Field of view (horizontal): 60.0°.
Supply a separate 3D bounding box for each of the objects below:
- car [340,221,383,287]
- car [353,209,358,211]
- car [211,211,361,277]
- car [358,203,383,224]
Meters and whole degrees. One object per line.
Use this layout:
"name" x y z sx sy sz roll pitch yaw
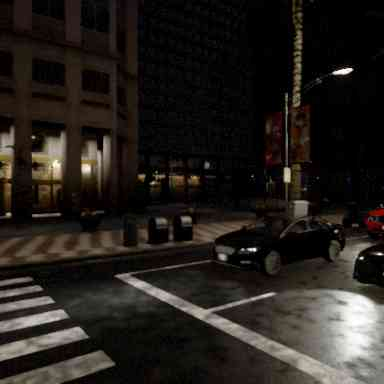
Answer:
"car" 5.772 1.534 8.107 4.181 1.385 1.994 0 0 -35
"car" 11.047 1.447 19.969 4.786 1.482 2.161 0 0 -36
"car" 2.809 1.465 10.292 4.902 1.511 2.128 0 0 -36
"car" 10.516 1.164 15.776 5.566 2.045 2.150 0 0 -35
